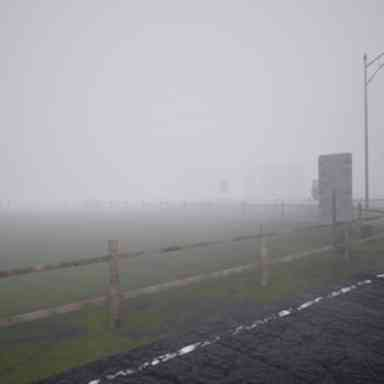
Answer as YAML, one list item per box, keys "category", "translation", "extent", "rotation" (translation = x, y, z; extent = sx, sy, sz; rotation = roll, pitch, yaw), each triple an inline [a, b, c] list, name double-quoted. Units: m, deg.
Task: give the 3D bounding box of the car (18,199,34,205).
- category: "car"
  translation: [-39.333, 2.391, 78.820]
  extent: [5.008, 1.535, 1.882]
  rotation: [-1, 0, 39]

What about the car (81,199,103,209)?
- category: "car"
  translation: [-15.897, 1.851, 52.918]
  extent: [2.128, 1.511, 4.902]
  rotation: [-2, 0, -44]
